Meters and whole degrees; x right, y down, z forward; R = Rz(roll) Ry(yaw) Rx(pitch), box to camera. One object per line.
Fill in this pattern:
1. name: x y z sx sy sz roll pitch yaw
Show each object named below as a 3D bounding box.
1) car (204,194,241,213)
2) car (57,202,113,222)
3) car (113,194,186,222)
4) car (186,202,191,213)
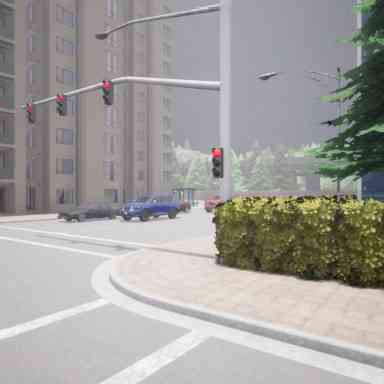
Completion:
1. car: 3.537 1.221 36.237 2.150 2.045 5.566 0 0 36
2. car: -7.904 1.547 26.571 2.033 1.411 5.357 0 0 36
3. car: -3.282 1.221 26.957 2.150 2.045 5.566 0 0 36
4. car: -2.100 1.478 34.480 1.882 1.535 5.008 0 0 36
